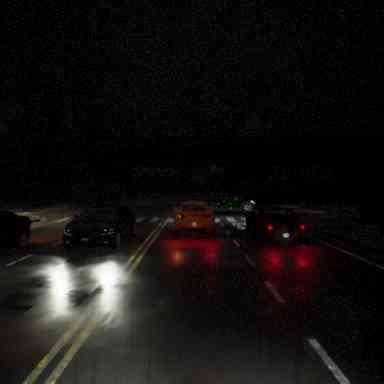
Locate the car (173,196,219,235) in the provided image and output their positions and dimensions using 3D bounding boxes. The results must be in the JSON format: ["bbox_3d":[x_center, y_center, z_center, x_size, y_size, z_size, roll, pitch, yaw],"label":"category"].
[{"bbox_3d":[0.099,1.191,16.756,1.882,1.535,5.008,0,1,0],"label":"car"}]

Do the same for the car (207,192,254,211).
[{"bbox_3d":[3.139,0.822,28.214,4.553,1.767,2.097,0,1,0],"label":"car"}]

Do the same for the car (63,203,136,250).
[{"bbox_3d":[-3.510,1.248,13.411,1.882,1.535,5.008,0,1,0],"label":"car"}]

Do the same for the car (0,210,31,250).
[{"bbox_3d":[-7.039,1.296,10.558,1.882,1.535,5.008,0,1,1],"label":"car"}]

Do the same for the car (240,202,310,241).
[{"bbox_3d":[3.600,1.345,14.943,1.895,1.301,4.718,0,1,0],"label":"car"}]
